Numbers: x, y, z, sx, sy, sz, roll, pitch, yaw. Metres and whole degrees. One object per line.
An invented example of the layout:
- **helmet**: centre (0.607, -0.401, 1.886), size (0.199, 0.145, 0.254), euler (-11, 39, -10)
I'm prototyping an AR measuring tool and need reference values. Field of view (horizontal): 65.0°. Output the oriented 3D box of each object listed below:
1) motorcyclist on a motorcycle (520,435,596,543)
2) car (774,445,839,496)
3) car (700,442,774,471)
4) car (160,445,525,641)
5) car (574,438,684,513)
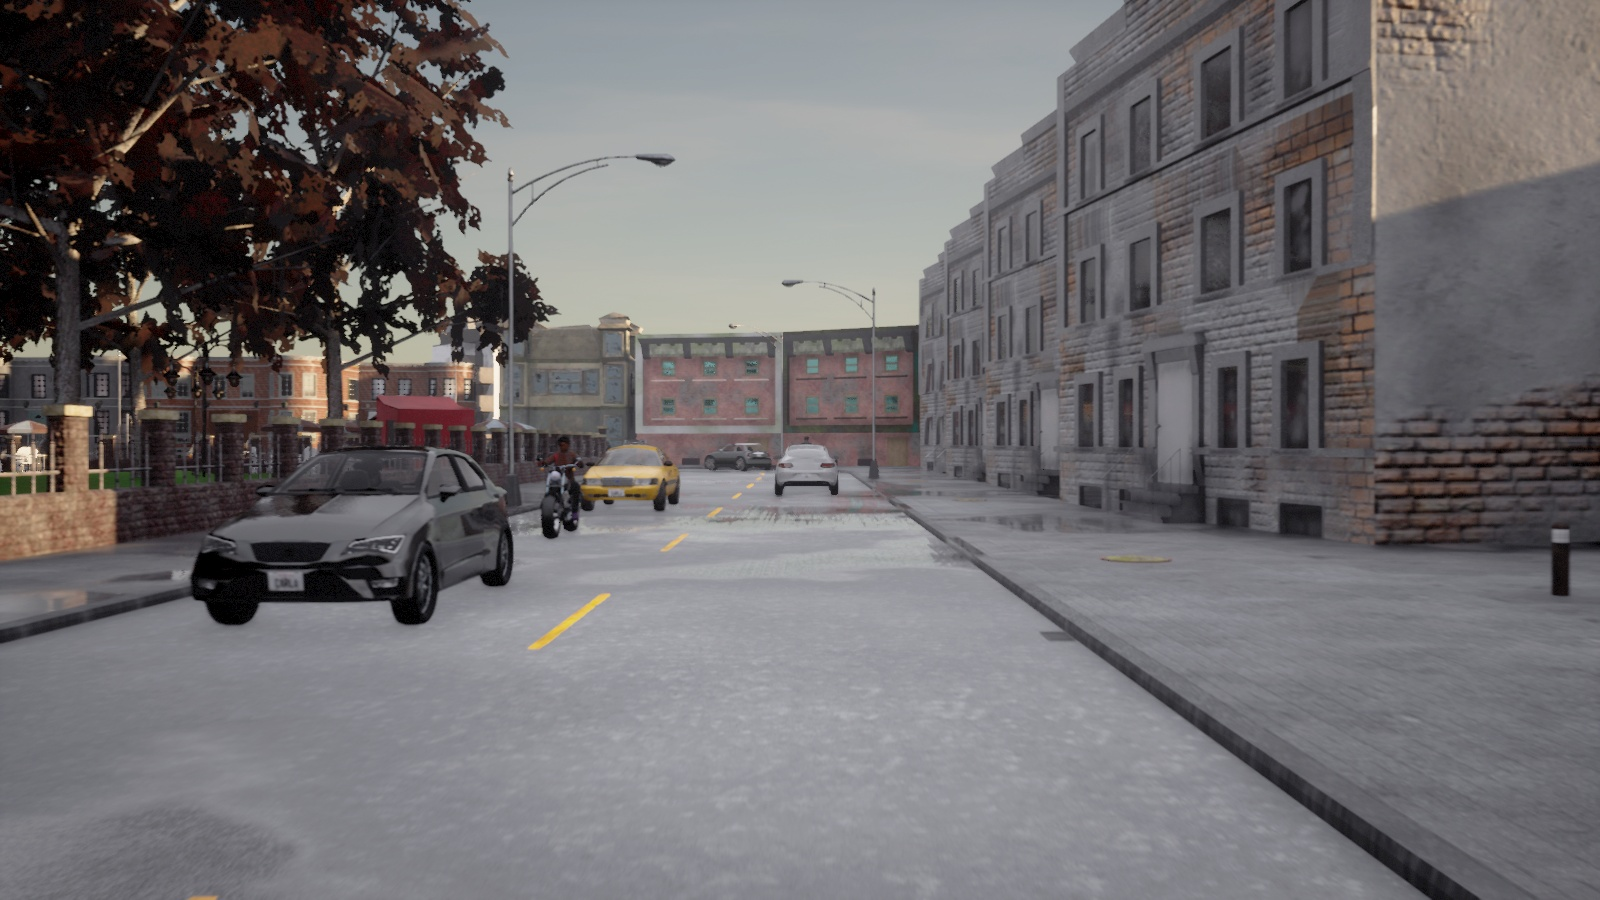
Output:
- **motorcyclist on a motorcycle**: centre (-3.878, 0.579, 20.330), size (0.766, 1.649, 2.350), euler (0, 0, 0)
- **car**: centre (0.197, 0.560, 37.640), size (1.812, 1.442, 4.674), euler (0, 0, 0)
- **car**: centre (-3.413, 0.332, 67.201), size (1.970, 1.475, 3.806), euler (0, 0, -43)
- **car**: centre (-3.919, 0.692, 11.593), size (1.816, 1.474, 4.193), euler (0, 0, 0)
- **car**: centre (-3.840, 0.518, 29.092), size (1.801, 1.575, 5.366), euler (0, 0, 0)
